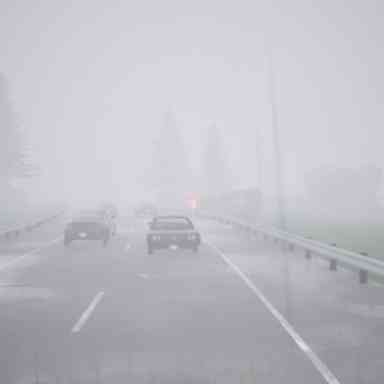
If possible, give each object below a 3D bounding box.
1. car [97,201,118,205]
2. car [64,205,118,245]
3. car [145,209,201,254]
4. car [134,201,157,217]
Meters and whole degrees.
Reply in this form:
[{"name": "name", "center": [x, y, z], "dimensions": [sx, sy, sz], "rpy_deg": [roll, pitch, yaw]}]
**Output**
[{"name": "car", "center": [-7.995, 1.576, 31.357], "dimensions": [1.812, 1.442, 4.674], "rpy_deg": [0, 0, -15]}, {"name": "car", "center": [-4.706, 1.553, 15.688], "dimensions": [1.812, 1.442, 4.674], "rpy_deg": [0, 0, -8]}, {"name": "car", "center": [-0.881, 1.615, 13.697], "dimensions": [1.895, 1.301, 4.718], "rpy_deg": [0, 0, -7]}, {"name": "car", "center": [-4.447, 1.566, 31.601], "dimensions": [1.812, 1.442, 4.674], "rpy_deg": [0, 0, -15]}]
